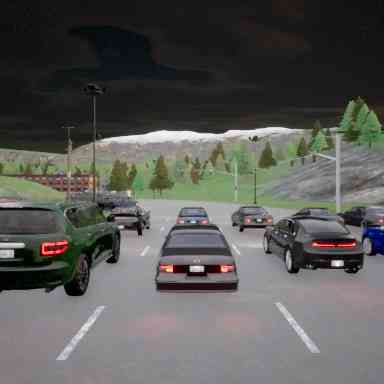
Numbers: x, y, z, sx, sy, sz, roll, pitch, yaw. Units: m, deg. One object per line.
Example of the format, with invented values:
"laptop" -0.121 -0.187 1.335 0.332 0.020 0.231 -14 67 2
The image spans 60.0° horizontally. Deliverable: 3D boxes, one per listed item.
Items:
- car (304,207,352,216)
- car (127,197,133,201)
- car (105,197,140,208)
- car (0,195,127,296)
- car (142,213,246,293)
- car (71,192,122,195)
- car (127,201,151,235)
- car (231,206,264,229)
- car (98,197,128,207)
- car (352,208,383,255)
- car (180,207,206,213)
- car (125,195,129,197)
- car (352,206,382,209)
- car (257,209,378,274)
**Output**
"car" 7.039 1.564 19.064 1.994 1.385 4.181 0 0 0
"car" -9.243 1.601 40.803 4.718 1.301 1.895 0 0 -17
"car" -10.140 1.525 48.584 4.674 1.442 1.812 0 1 -30
"car" -3.417 1.221 8.757 2.150 2.045 5.566 0 0 0
"car" 0.085 1.547 9.000 2.033 1.411 5.357 0 0 0
"car" -10.823 1.223 36.587 5.566 2.045 2.150 0 0 -9
"car" -3.453 1.492 18.611 2.128 1.511 4.902 0 0 0
"car" 3.527 1.547 20.085 2.033 1.411 5.357 0 0 -1
"car" -12.246 1.565 51.777 4.181 1.385 1.994 0 0 -29
"car" 7.079 1.478 10.076 1.882 1.535 5.008 0 0 0
"car" 0.050 1.547 19.070 2.033 1.411 5.357 0 0 0
"car" -9.757 1.507 44.530 4.892 1.490 1.837 -1 2 -21
"car" 10.528 1.547 20.036 2.033 1.411 5.357 0 0 -1
"car" 3.580 1.505 10.592 1.837 1.490 4.892 0 0 0
